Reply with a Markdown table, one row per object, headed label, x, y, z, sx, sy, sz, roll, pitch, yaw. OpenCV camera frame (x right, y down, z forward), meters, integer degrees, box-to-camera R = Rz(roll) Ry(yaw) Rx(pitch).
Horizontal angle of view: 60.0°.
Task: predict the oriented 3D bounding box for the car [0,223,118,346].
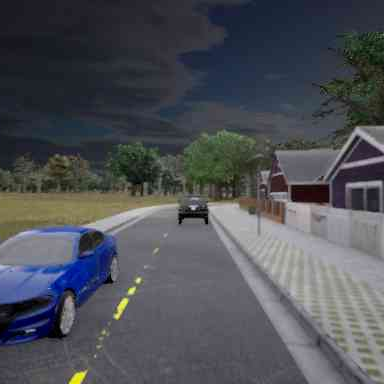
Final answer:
| label | x | y | z | sx | sy | sz | roll | pitch | yaw |
| --- | --- | --- | --- | --- | --- | --- | --- | --- | --- |
| car | -2.849 | 1.477 | 6.769 | 1.882 | 1.535 | 5.008 | 0 | 0 | 0 |

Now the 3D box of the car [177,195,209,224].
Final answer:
| label | x | y | z | sx | sy | sz | roll | pitch | yaw |
| --- | --- | --- | --- | --- | --- | --- | --- | --- | --- |
| car | 0.095 | 1.198 | 24.917 | 2.150 | 2.045 | 5.566 | 0 | 0 | 0 |

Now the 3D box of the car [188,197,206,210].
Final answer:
| label | x | y | z | sx | sy | sz | roll | pitch | yaw |
| --- | --- | --- | --- | --- | --- | --- | --- | --- | --- |
| car | 0.705 | 1.443 | 44.033 | 1.882 | 1.535 | 5.008 | 0 | 0 | 8 |
